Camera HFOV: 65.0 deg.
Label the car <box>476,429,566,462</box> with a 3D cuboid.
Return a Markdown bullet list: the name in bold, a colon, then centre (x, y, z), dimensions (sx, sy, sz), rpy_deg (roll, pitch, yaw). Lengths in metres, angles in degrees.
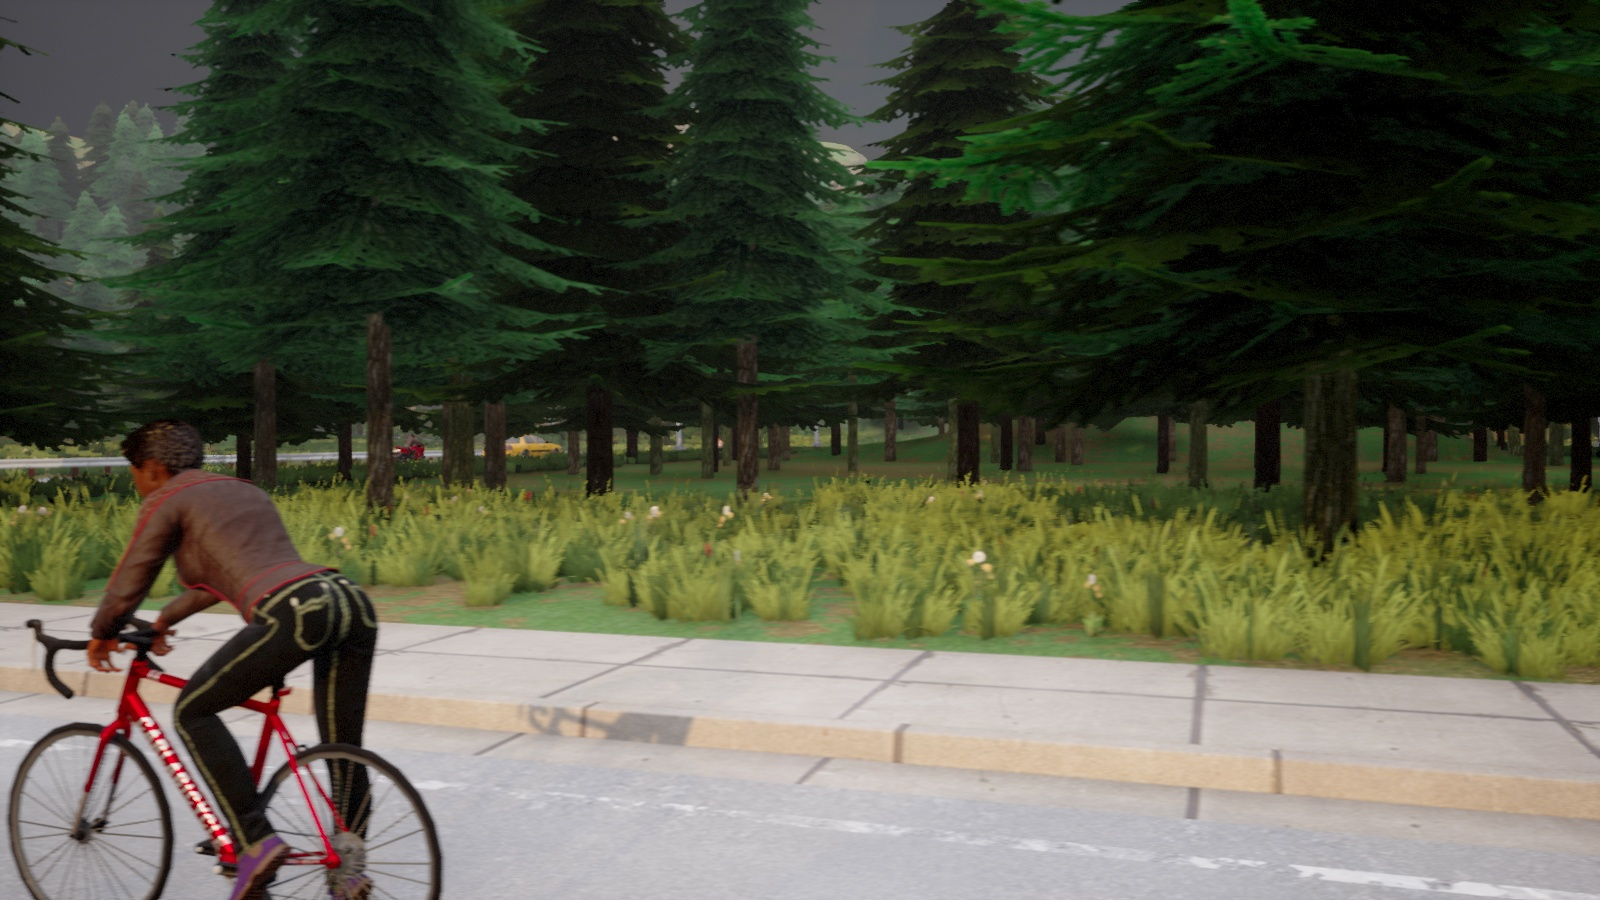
- **car**: centre (-13.919, -0.255, 62.985), dimensions (1.801, 1.575, 5.366), rpy_deg (0, 1, 20)

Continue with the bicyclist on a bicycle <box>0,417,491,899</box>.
- **bicyclist on a bicycle**: centre (-1.821, 0.719, 3.805), dimensions (1.656, 1.620, 0.582), rpy_deg (0, 1, 19)

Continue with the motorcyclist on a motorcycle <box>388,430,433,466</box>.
- **motorcyclist on a motorcycle**: centre (-16.914, -0.088, 54.624), dimensions (0.797, 1.523, 2.044), rpy_deg (0, 1, 19)
